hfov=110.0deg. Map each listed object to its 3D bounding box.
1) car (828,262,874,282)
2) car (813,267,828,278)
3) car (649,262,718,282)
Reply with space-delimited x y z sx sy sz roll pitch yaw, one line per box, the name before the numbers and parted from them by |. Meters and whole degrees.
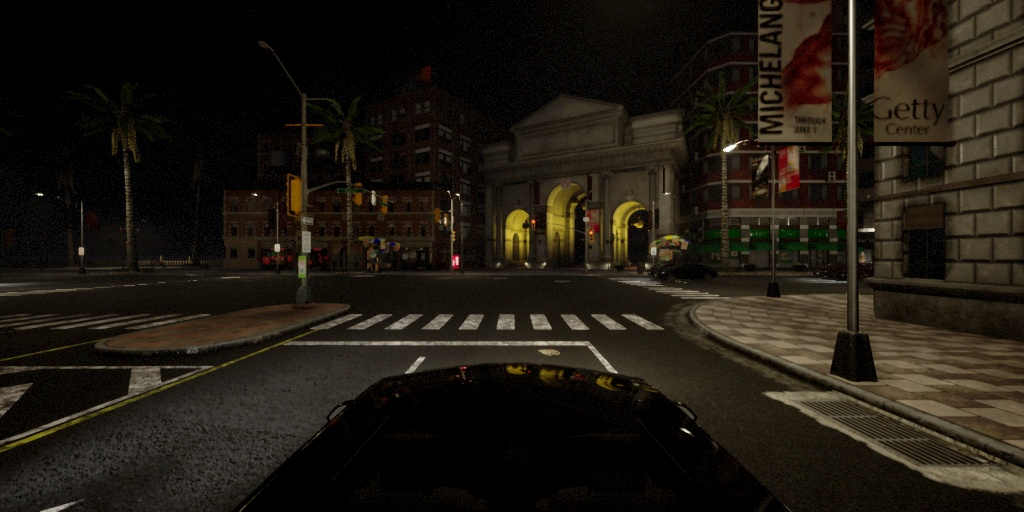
car | 28.031 1.314 28.180 4.181 1.385 1.994 0 0 1
car | 29.369 1.275 31.656 4.674 1.442 1.812 0 0 2
car | 13.708 1.276 28.343 4.674 1.442 1.812 0 0 0
